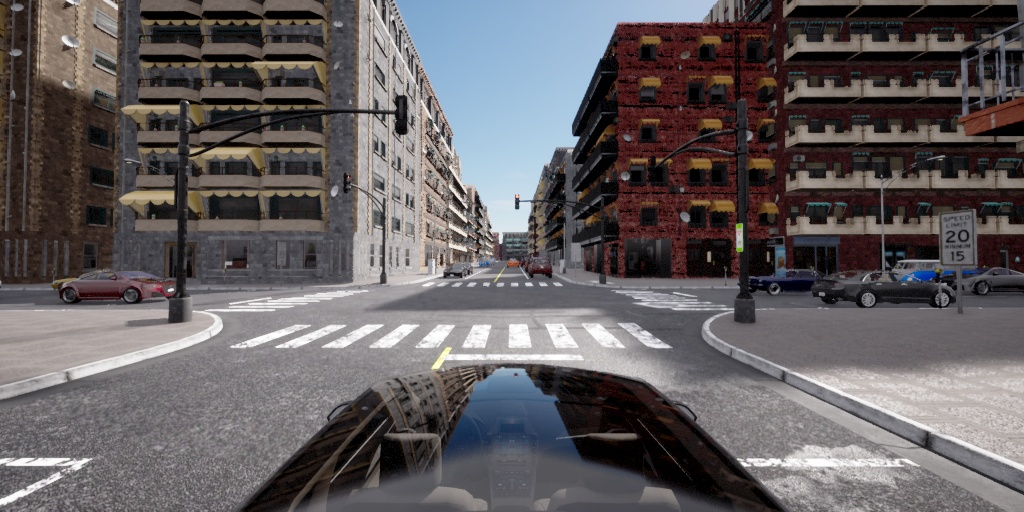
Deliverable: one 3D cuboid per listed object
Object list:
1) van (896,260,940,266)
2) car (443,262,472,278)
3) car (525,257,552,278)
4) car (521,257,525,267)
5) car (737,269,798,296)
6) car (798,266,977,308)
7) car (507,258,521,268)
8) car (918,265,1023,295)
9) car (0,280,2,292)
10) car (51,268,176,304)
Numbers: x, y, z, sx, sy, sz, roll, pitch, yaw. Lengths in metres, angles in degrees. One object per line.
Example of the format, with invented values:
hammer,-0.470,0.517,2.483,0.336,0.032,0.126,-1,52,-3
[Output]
van,24.931,1.115,21.216,3.998,1.789,1.690,0,0,0
car,-5.269,1.328,33.655,1.948,1.339,4.313,0,0,0
car,2.612,1.076,33.689,2.192,1.841,5.009,0,0,0
car,2.628,1.086,44.812,2.192,1.841,5.009,0,0,0
car,14.576,1.347,18.804,4.718,1.301,1.895,0,-1,-2
car,13.762,1.185,13.380,4.403,1.370,2.007,0,0,0
car,0.186,1.176,63.723,2.097,1.767,4.553,0,0,0
car,24.582,1.287,18.768,4.181,1.385,1.994,0,-1,0
car,-26.676,1.027,16.022,5.566,2.045,2.150,0,-1,0
car,-17.187,1.339,15.978,4.181,1.385,1.994,0,-1,0
